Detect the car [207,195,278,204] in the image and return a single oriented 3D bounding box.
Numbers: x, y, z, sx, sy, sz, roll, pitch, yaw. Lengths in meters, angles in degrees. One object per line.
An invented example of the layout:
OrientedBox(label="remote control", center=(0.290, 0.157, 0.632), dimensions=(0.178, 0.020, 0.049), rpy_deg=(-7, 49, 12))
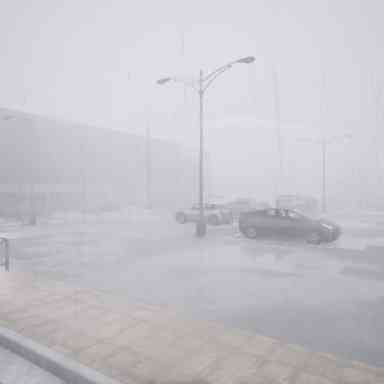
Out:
OrientedBox(label="car", center=(4.196, 1.345, 27.851), dimensions=(5.027, 1.636, 2.152), rpy_deg=(0, 0, 35))

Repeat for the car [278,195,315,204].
OrientedBox(label="car", center=(11.577, 1.269, 38.302), dimensions=(3.866, 1.878, 1.905), rpy_deg=(0, 0, 35))

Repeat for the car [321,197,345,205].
OrientedBox(label="car", center=(23.748, 1.565, 56.014), dimensions=(3.633, 1.501, 1.845), rpy_deg=(0, 0, 35))

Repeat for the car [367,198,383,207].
OrientedBox(label="car", center=(28.091, 1.576, 49.298), dimensions=(3.806, 1.475, 1.970), rpy_deg=(0, 0, 35))

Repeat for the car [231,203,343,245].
OrientedBox(label="car", center=(4.403, 1.490, 15.364), dimensions=(4.514, 1.523, 2.007), rpy_deg=(0, 0, 35))

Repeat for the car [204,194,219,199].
OrientedBox(label="car", center=(3.921, 1.398, 51.818), dimensions=(2.150, 2.045, 5.566), rpy_deg=(0, 0, 35))

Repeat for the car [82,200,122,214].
OrientedBox(label="car", center=(-10.269, 1.681, 38.161), dimensions=(1.837, 1.490, 4.892), rpy_deg=(0, 0, 35))

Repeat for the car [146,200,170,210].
OrientedBox(label="car", center=(-4.487, 1.740, 46.313), dimensions=(1.994, 1.385, 4.181), rpy_deg=(0, 0, 36))

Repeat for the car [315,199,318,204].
OrientedBox(label="car", center=(12.916, 1.289, 40.913), dimensions=(4.605, 1.855, 1.932), rpy_deg=(0, 0, 35))

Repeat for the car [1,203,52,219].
OrientedBox(label="car", center=(-15.346, 1.740, 30.977), dimensions=(1.994, 1.385, 4.181), rpy_deg=(0, 0, 35))

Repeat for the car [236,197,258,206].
OrientedBox(label="car", center=(10.053, 1.668, 60.520), dimensions=(2.128, 1.511, 4.902), rpy_deg=(0, 0, 35))

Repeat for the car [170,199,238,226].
OrientedBox(label="car", center=(0.758, 1.424, 22.422), dimensions=(3.806, 1.475, 1.970), rpy_deg=(0, 0, 35))
